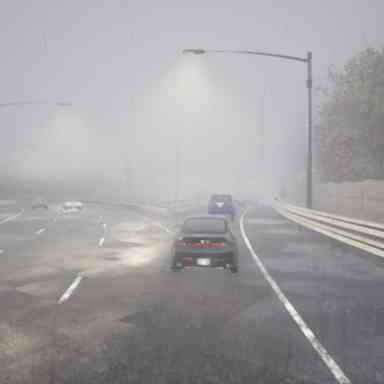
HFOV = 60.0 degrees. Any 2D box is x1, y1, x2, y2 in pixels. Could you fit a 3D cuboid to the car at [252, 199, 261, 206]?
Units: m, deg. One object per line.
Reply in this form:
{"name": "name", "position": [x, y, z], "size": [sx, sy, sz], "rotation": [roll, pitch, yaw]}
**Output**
{"name": "car", "position": [15.609, 2.572, 80.208], "size": [1.812, 1.442, 4.674], "rotation": [0, -4, 17]}

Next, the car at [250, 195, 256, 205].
{"name": "car", "position": [9.816, 1.695, 59.029], "size": [1.895, 1.301, 4.718], "rotation": [0, -2, 15]}

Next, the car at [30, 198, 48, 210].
{"name": "car", "position": [-19.211, 1.430, 41.837], "size": [2.033, 1.411, 5.357], "rotation": [0, 0, -28]}

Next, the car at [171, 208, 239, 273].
{"name": "car", "position": [0.455, 1.480, 10.677], "size": [1.837, 1.490, 4.892], "rotation": [0, 0, 4]}

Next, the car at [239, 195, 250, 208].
{"name": "car", "position": [6.582, 1.434, 46.605], "size": [1.812, 1.442, 4.674], "rotation": [0, 0, 15]}

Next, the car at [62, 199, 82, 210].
{"name": "car", "position": [-14.787, 1.490, 40.760], "size": [1.895, 1.301, 4.718], "rotation": [0, 0, -26]}

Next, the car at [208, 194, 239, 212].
{"name": "car", "position": [2.649, 1.157, 28.420], "size": [2.150, 2.045, 5.566], "rotation": [0, 0, 10]}

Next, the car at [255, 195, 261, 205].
{"name": "car", "position": [12.790, 1.752, 70.262], "size": [2.150, 2.045, 5.566], "rotation": [0, -3, 16]}
